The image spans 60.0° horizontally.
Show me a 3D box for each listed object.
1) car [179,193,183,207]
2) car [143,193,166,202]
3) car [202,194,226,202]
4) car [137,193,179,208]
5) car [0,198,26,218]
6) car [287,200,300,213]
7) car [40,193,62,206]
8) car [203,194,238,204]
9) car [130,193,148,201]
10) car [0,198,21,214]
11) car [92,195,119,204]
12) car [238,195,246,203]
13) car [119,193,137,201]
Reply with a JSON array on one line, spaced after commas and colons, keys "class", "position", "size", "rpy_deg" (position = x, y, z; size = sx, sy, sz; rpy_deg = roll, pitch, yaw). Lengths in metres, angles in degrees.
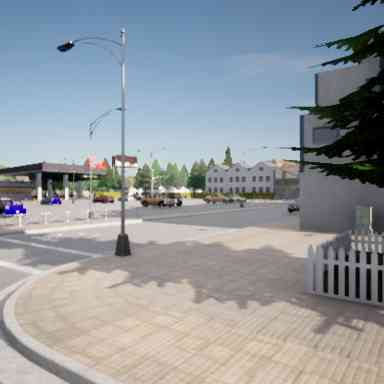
[{"class": "car", "position": [-3.054, 1.067, 45.282], "size": [3.866, 1.878, 1.905], "rpy_deg": [0, 0, 36]}, {"class": "car", "position": [-7.731, 1.081, 68.394], "size": [4.605, 1.855, 1.932], "rpy_deg": [0, 0, 36]}, {"class": "car", "position": [4.448, 1.285, 68.114], "size": [4.514, 1.523, 2.007], "rpy_deg": [0, 0, 36]}, {"class": "car", "position": [-4.431, 1.087, 42.690], "size": [4.605, 1.855, 1.932], "rpy_deg": [0, 0, 36]}, {"class": "car", "position": [-15.479, 1.363, 27.746], "size": [3.633, 1.501, 1.845], "rpy_deg": [0, 0, 36]}, {"class": "car", "position": [11.897, 1.528, 35.637], "size": [2.033, 1.411, 5.357], "rpy_deg": [0, 0, 36]}, {"class": "car", "position": [-21.553, 1.303, 50.688], "size": [3.633, 1.501, 1.845], "rpy_deg": [0, 0, 36]}, {"class": "car", "position": [4.476, 1.143, 55.626], "size": [5.027, 1.636, 2.152], "rpy_deg": [0, 0, 36]}, {"class": "car", "position": [-12.158, 1.058, 75.682], "size": [3.866, 1.878, 1.905], "rpy_deg": [0, 0, 36]}, {"class": "car", "position": [-19.724, 1.371, 34.523], "size": [3.806, 1.475, 1.970], "rpy_deg": [0, 0, 36]}, {"class": "car", "position": [-15.638, 1.281, 58.742], "size": [4.514, 1.523, 2.007], "rpy_deg": [0, 0, 36]}, {"class": "car", "position": [7.991, 1.222, 61.004], "size": [3.806, 1.475, 1.970], "rpy_deg": [0, 0, 36]}, {"class": "car", "position": [-14.609, 1.341, 73.354], "size": [3.806, 1.475, 1.970], "rpy_deg": [0, 0, 36]}]
